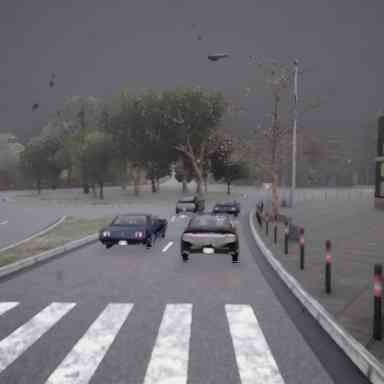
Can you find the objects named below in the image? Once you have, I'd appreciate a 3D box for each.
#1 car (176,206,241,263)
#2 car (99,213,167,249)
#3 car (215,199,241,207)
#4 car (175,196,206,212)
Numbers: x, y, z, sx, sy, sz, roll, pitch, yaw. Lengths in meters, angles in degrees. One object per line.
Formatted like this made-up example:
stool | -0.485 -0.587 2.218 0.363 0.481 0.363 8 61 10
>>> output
car | 0.724 1.485 12.124 2.128 1.511 4.902 0 0 6
car | -2.313 1.560 14.447 1.895 1.301 4.718 0 1 6
car | 3.003 1.230 27.571 1.895 1.301 4.718 1 3 12
car | -0.046 1.066 28.649 2.128 1.511 4.902 1 3 13
